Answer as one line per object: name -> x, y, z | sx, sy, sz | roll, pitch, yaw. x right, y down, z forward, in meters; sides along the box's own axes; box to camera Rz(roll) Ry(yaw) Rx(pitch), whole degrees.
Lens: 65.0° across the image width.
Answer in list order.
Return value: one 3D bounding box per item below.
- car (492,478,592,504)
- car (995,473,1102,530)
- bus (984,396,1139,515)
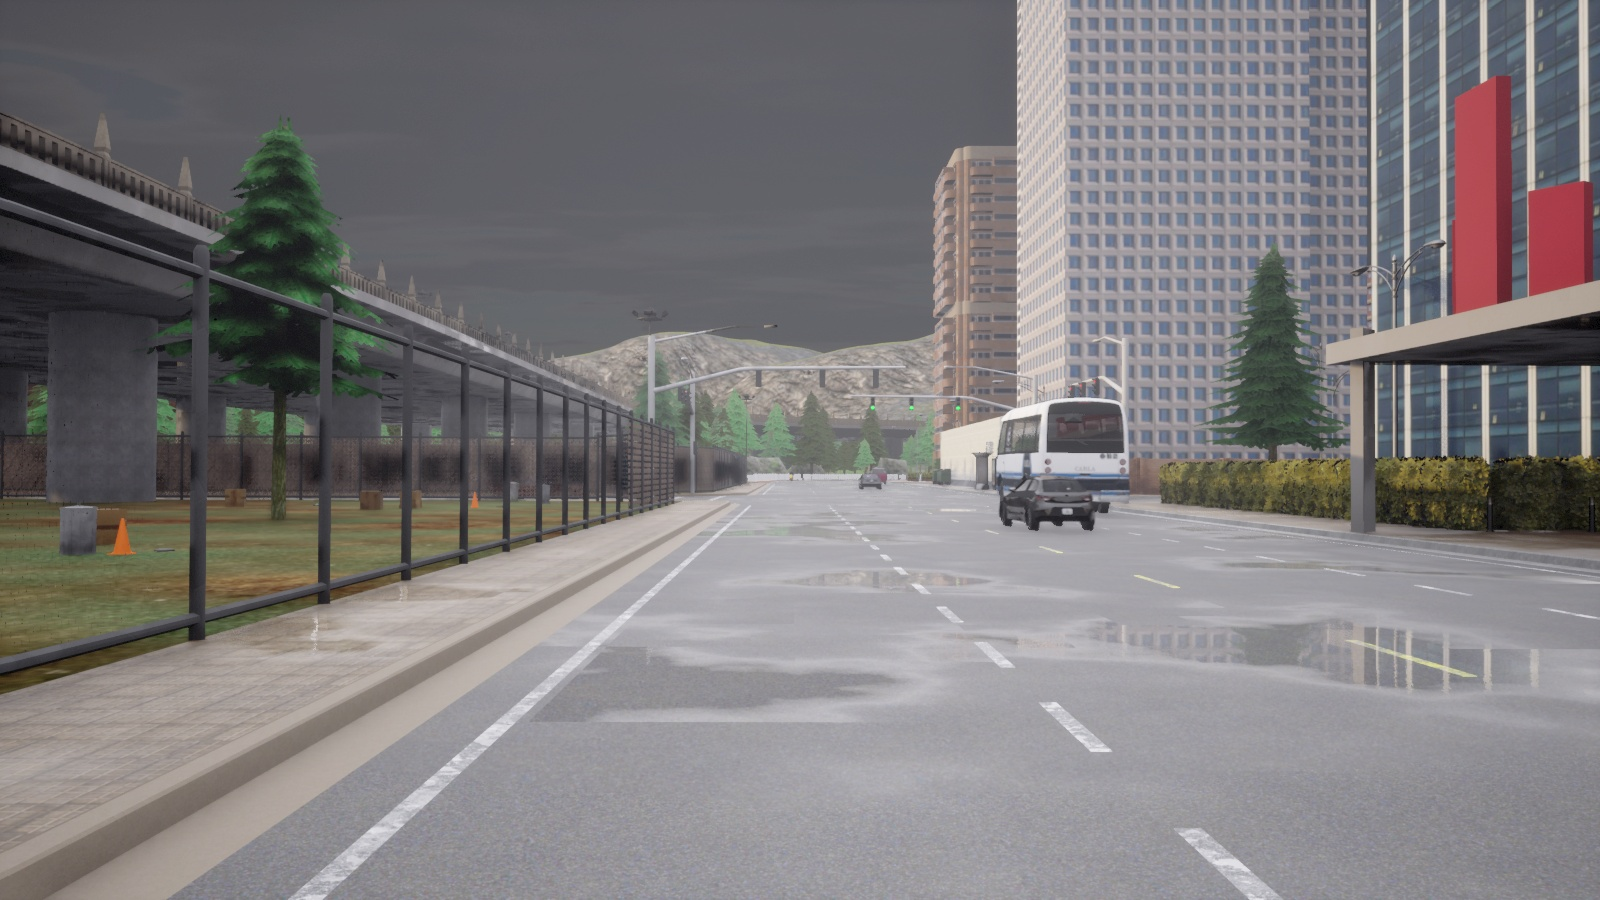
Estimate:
car -> -13.206, 2.103, 64.476 | 4.718, 1.301, 1.895 | 0, -1, -1
car -> 6.822, 1.386, 34.929 | 1.816, 1.474, 4.193 | 0, -1, -5
bus -> 10.093, 0.237, 50.069 | 3.944, 4.253, 10.273 | 0, -1, 0
